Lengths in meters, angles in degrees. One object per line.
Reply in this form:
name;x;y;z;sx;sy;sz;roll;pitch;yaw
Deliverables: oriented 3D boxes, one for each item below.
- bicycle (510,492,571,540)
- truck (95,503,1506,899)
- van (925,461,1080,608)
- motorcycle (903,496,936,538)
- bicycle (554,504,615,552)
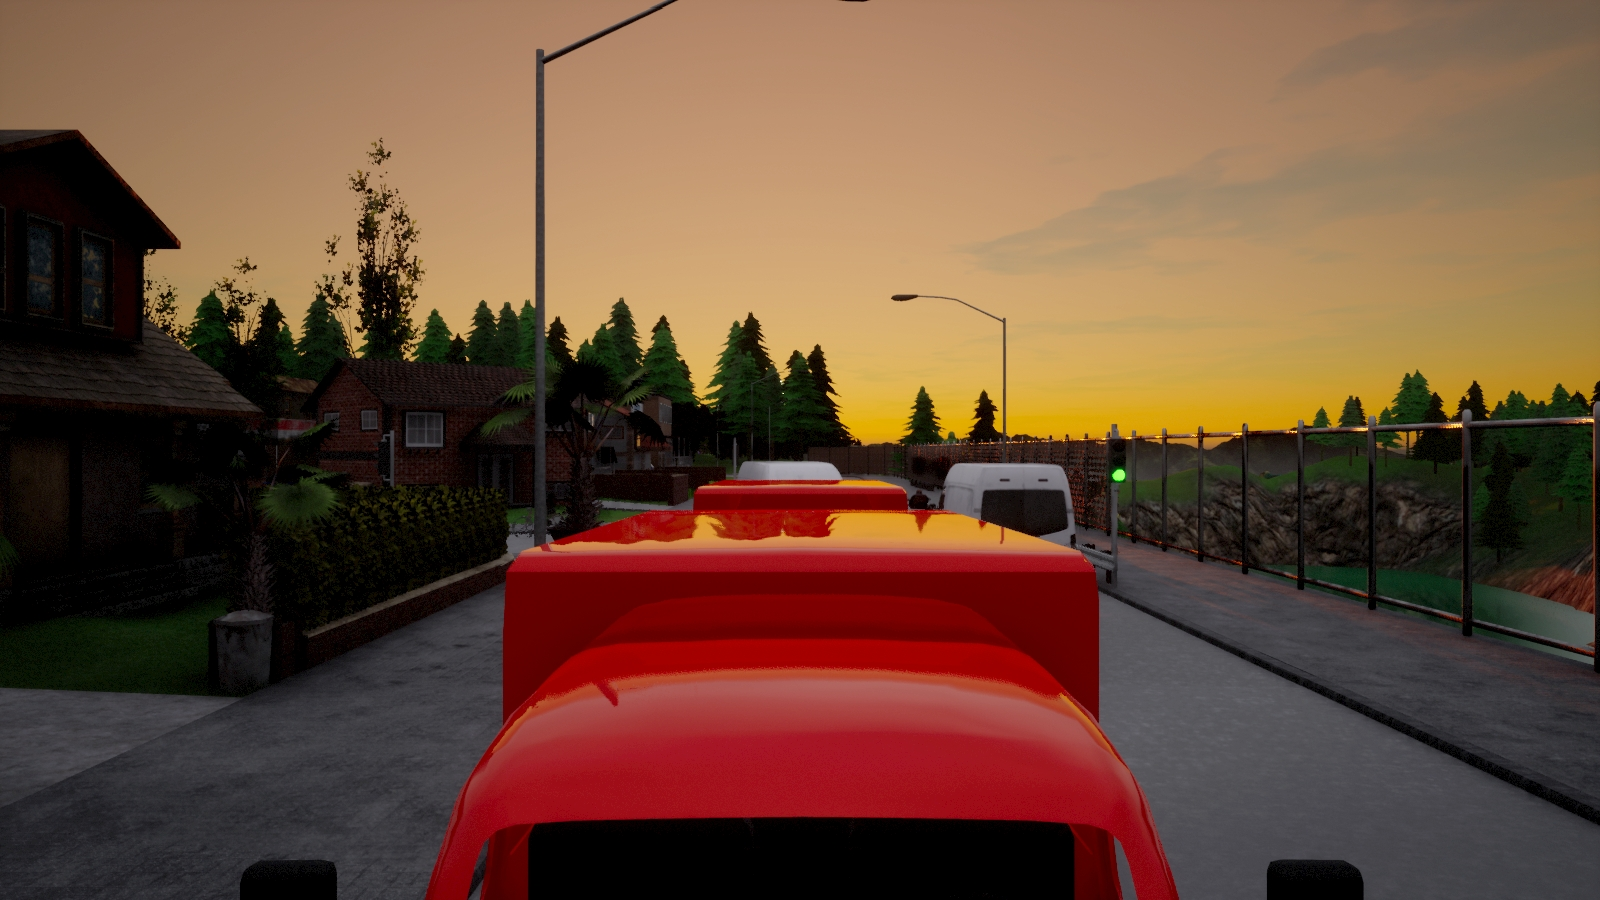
bicycle;-8.177;2.074;36.018;1.835;1.471;0.329;0;0;2
truck;-0.001;1.570;4.728;2.627;2.467;5.204;0;0;0
van;3.949;1.544;23.370;1.988;2.561;5.915;0;0;-1
motorcycle;3.992;2.220;38.229;0.867;1.251;2.209;0;0;0
bicycle;-6.027;2.170;32.019;1.487;1.276;0.859;0;0;8
